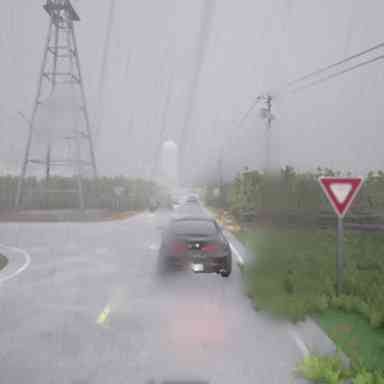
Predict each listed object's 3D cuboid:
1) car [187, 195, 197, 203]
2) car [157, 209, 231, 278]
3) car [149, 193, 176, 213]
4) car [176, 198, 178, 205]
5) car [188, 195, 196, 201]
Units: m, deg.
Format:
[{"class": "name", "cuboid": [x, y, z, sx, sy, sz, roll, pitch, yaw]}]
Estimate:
[{"class": "car", "cuboid": [0.001, 1.412, 63.145, 1.994, 1.385, 4.181, 0, 0, 0]}, {"class": "car", "cuboid": [0.002, 1.479, 10.062, 1.837, 1.490, 4.892, 0, 0, -2]}, {"class": "car", "cuboid": [-3.290, 1.135, 36.230, 2.150, 2.045, 5.566, 0, 0, 0]}, {"class": "car", "cuboid": [-3.256, 1.396, 53.784, 1.812, 1.442, 4.674, 0, 0, 0]}, {"class": "car", "cuboid": [0.001, 1.251, 73.178, 1.895, 1.301, 4.718, 0, 0, 0]}]
